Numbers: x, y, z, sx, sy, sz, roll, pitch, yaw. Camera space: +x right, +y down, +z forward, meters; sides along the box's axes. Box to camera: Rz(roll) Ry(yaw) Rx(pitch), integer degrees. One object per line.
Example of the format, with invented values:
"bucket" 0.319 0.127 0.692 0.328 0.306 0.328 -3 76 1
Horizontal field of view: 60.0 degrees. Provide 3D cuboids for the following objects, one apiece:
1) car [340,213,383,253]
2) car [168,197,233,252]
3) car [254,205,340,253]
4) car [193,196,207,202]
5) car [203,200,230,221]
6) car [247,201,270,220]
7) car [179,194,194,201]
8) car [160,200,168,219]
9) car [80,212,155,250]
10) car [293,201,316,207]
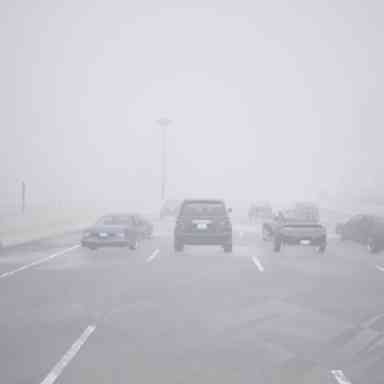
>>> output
"car" 7.521 1.560 13.449 2.033 1.411 5.357 0 0 4
"car" 0.543 1.255 14.006 2.150 2.045 5.566 0 0 4
"car" 4.031 1.492 13.713 2.128 1.511 4.902 0 0 4
"car" 1.938 1.552 78.689 1.895 1.301 4.718 0 0 22
"car" 2.159 1.482 28.221 1.882 1.535 5.008 0 0 9
"car" 5.619 1.482 27.695 1.882 1.535 5.008 0 0 9
"car" -1.241 1.307 80.158 2.097 1.767 4.553 0 0 22
"car" -1.306 1.363 28.718 2.097 1.767 4.553 0 0 9
"car" -2.949 1.560 14.240 2.033 1.411 5.357 0 0 4
"car" 9.080 1.514 27.169 1.837 1.490 4.892 0 0 9
